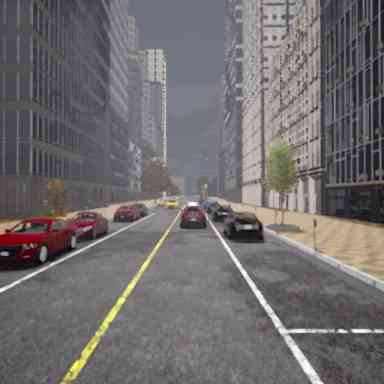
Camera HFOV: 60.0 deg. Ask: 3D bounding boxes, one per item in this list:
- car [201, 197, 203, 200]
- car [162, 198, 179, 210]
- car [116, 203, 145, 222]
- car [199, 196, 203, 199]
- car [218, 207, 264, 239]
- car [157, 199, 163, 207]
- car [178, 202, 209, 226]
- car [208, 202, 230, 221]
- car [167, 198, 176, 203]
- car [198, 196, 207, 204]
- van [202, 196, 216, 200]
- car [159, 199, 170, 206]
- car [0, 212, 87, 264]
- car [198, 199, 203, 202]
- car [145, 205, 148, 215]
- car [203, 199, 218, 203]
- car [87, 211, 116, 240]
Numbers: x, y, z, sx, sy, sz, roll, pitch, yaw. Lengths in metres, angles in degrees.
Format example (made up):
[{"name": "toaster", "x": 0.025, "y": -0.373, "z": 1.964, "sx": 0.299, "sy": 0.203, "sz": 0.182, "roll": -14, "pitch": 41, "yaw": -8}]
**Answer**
[{"name": "car", "x": 2.699, "y": 1.877, "z": 52.187, "sx": 1.967, "sy": 1.590, "sz": 4.097, "roll": 0, "pitch": 0, "yaw": 0}, {"name": "car", "x": -3.070, "y": 1.913, "z": 52.007, "sx": 1.882, "sy": 1.535, "sz": 5.008, "roll": 0, "pitch": 0, "yaw": 0}, {"name": "car", "x": -5.685, "y": 1.799, "z": 29.427, "sx": 1.887, "sy": 1.381, "sz": 4.507, "roll": 0, "pitch": 0, "yaw": 0}, {"name": "car", "x": 2.702, "y": 1.923, "z": 74.956, "sx": 2.192, "sy": 1.841, "sz": 5.009, "roll": 0, "pitch": 0, "yaw": 0}, {"name": "car", "x": 2.694, "y": 1.724, "z": 18.034, "sx": 1.947, "sy": 1.339, "sz": 4.313, "roll": 0, "pitch": 0, "yaw": 0}, {"name": "car", "x": -5.681, "y": 2.047, "z": 63.411, "sx": 1.752, "sy": 1.417, "sz": 4.829, "roll": 0, "pitch": 0, "yaw": 0}, {"name": "car", "x": 0.102, "y": 1.743, "z": 25.068, "sx": 1.812, "sy": 1.442, "sz": 4.674, "roll": 0, "pitch": -1, "yaw": 0}, {"name": "car", "x": 2.696, "y": 1.820, "z": 29.417, "sx": 1.947, "sy": 1.339, "sz": 4.313, "roll": 0, "pitch": 0, "yaw": 0}, {"name": "car", "x": -5.678, "y": 2.281, "z": 92.043, "sx": 2.008, "sy": 1.369, "sz": 4.403, "roll": 0, "pitch": 0, "yaw": 0}, {"name": "car", "x": 2.703, "y": 2.005, "z": 86.340, "sx": 2.192, "sy": 1.841, "sz": 5.009, "roll": 0, "pitch": 0, "yaw": 0}, {"name": "van", "x": 2.698, "y": 1.734, "z": 46.497, "sx": 1.690, "sy": 1.788, "sz": 3.998, "roll": 0, "pitch": 0, "yaw": 0}, {"name": "car", "x": -5.681, "y": 2.116, "z": 69.275, "sx": 2.008, "sy": 1.369, "sz": 4.403, "roll": 0, "pitch": 0, "yaw": 0}, {"name": "car", "x": -5.687, "y": 1.654, "z": 12.349, "sx": 1.887, "sy": 1.381, "sz": 4.507, "roll": 0, "pitch": 0, "yaw": 0}, {"name": "car", "x": 0.104, "y": 1.959, "z": 42.192, "sx": 1.895, "sy": 1.301, "sz": 4.718, "roll": 0, "pitch": 0, "yaw": 0}, {"name": "car", "x": -5.685, "y": 1.867, "z": 35.119, "sx": 1.947, "sy": 1.339, "sz": 4.313, "roll": 0, "pitch": 0, "yaw": 0}, {"name": "car", "x": 2.697, "y": 1.913, "z": 40.801, "sx": 1.947, "sy": 1.339, "sz": 4.313, "roll": 0, "pitch": 0, "yaw": 0}, {"name": "car", "x": -5.686, "y": 1.740, "z": 18.042, "sx": 1.802, "sy": 1.307, "sz": 4.206, "roll": 0, "pitch": 0, "yaw": 0}]
